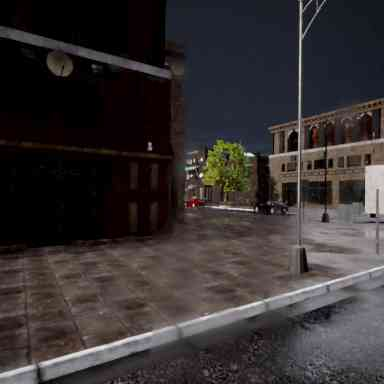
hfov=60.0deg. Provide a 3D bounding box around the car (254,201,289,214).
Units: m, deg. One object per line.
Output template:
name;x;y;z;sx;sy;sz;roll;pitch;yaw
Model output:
car;8.480;1.624;35.978;2.008;1.369;4.403;1;-1;-27

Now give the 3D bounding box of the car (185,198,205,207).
car;0.398;1.622;51.452;1.887;1.381;4.507;1;-1;-27
